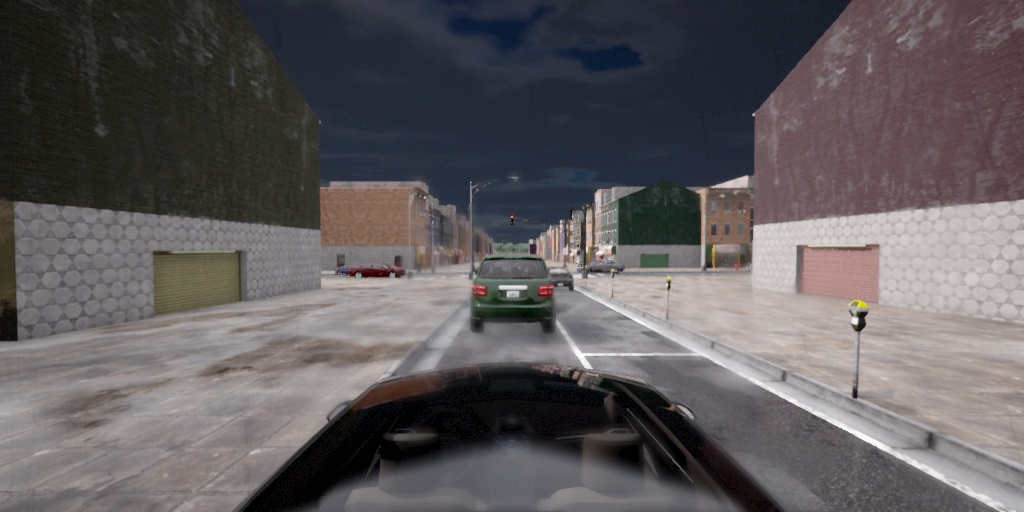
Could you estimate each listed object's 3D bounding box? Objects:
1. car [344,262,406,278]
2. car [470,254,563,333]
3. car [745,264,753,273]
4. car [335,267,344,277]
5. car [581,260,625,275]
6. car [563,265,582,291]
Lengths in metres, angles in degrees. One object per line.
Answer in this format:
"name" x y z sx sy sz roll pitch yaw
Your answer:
"car" -12.398 1.319 33.202 5.008 1.535 1.882 0 1 -1
"car" 0.029 0.963 10.859 2.150 2.045 5.566 0 0 0
"car" 26.217 1.074 36.214 4.892 1.490 1.837 0 1 0
"car" -15.330 1.324 36.136 4.674 1.442 1.812 0 1 0
"car" 8.946 1.127 36.479 4.902 1.511 2.128 0 1 4
"car" 2.593 1.285 21.274 2.007 1.370 4.403 0 0 0
